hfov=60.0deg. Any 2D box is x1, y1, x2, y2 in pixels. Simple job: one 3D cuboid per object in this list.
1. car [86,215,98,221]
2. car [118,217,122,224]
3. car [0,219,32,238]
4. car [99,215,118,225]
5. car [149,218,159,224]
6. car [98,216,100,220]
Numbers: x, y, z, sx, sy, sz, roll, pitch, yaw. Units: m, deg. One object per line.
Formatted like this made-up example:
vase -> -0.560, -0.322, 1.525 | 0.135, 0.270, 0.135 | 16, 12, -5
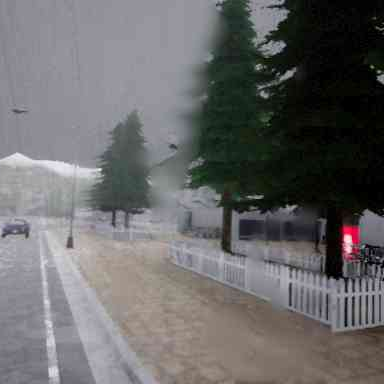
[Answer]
car -> -26.692, 6.786, 87.284 | 2.007, 1.523, 4.514 | 5, -5, -24
car -> -16.286, 6.133, 71.578 | 1.970, 1.475, 3.806 | 5, -5, -24
car -> -14.559, 2.979, 27.706 | 1.812, 1.442, 4.674 | 5, -5, -25
car -> -15.929, 5.526, 63.612 | 1.845, 1.501, 3.633 | 5, -5, -24
car -> -9.918, 7.530, 86.483 | 1.845, 1.501, 3.633 | 5, -5, -24
car -> -23.861, 7.019, 88.615 | 2.152, 1.636, 5.027 | 5, -5, -24
